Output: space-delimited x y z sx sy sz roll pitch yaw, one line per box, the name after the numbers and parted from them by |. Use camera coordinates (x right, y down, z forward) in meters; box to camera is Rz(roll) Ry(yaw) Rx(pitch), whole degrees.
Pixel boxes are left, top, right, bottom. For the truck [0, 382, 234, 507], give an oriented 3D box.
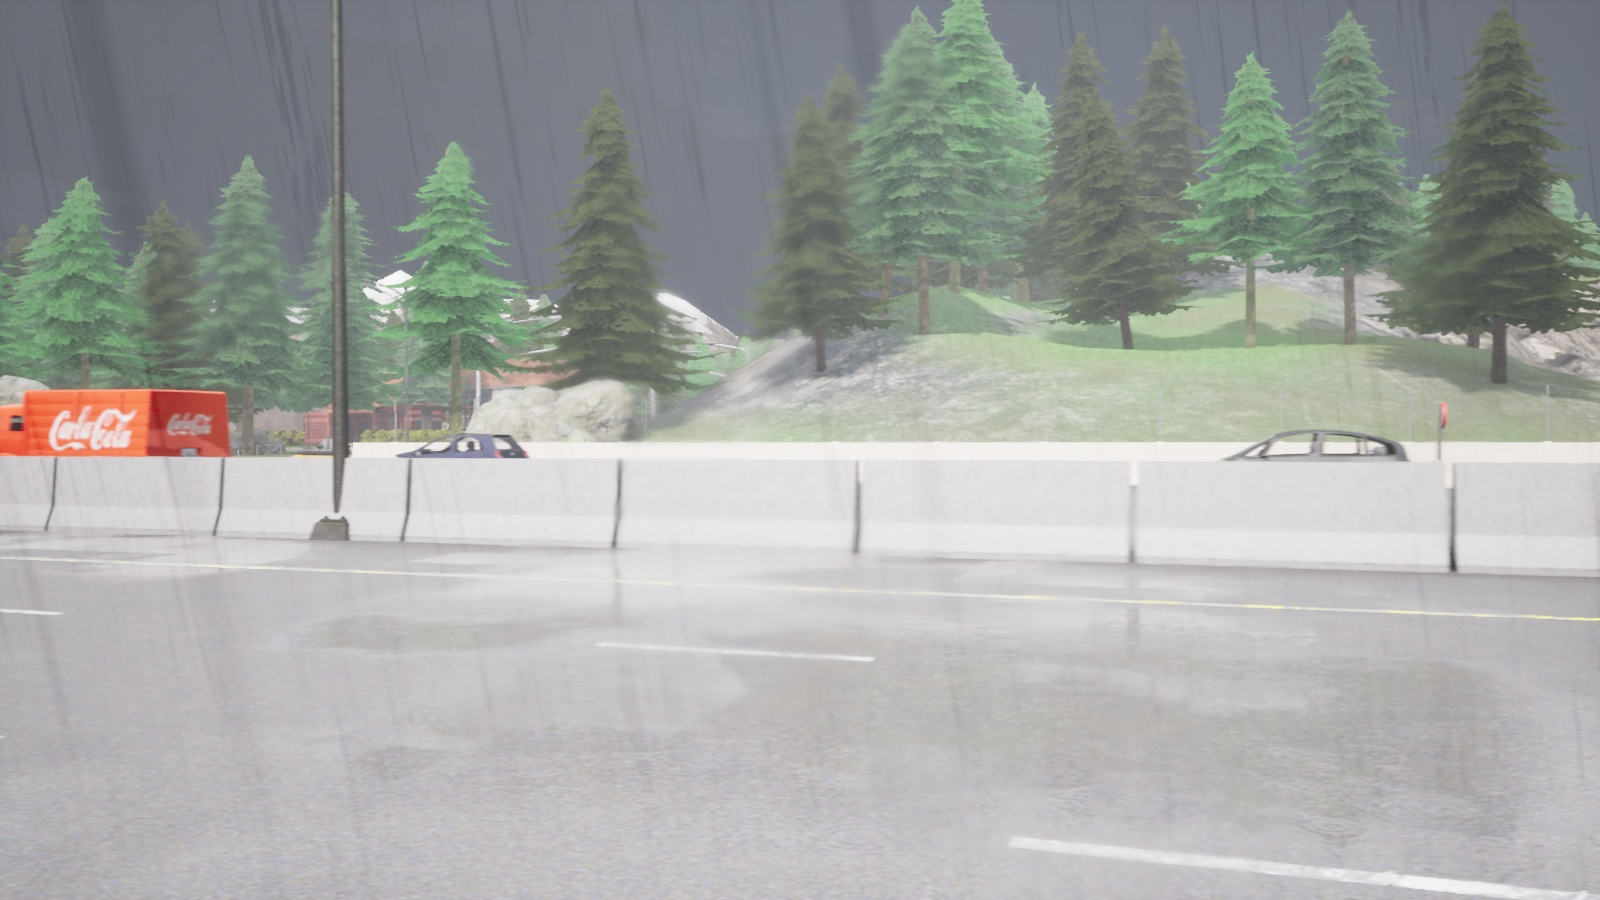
-15.124 -0.146 26.736 5.204 2.467 2.627 1 1 19 | truck

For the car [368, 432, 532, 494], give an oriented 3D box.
-8.903 0.294 32.034 3.633 1.501 1.845 1 1 19 | car

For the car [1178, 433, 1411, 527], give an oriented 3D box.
8.723 0.479 22.413 3.705 1.549 1.789 1 1 19 | car
